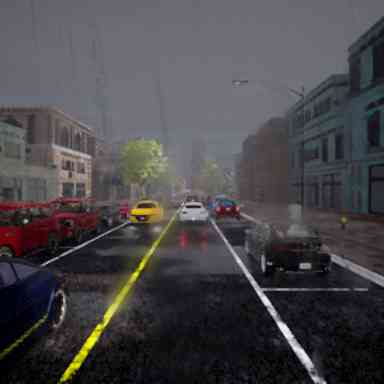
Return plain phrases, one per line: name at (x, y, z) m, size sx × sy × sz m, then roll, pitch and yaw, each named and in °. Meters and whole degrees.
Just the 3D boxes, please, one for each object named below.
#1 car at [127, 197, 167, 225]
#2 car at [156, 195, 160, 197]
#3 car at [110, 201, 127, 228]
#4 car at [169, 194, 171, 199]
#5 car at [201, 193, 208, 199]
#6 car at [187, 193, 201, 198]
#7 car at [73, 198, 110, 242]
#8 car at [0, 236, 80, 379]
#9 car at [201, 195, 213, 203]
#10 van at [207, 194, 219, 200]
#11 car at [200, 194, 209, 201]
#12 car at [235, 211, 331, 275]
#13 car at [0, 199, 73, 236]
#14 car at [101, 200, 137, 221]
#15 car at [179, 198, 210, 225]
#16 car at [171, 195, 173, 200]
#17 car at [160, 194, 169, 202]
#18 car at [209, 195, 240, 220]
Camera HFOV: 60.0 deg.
car at (-3.082, 1.373, 23.331) m, size 1.882 × 1.535 × 5.008 m, roll 0°, pitch 0°, yaw 0°
car at (-5.705, 1.371, 43.310) m, size 1.947 × 1.339 × 4.313 m, roll -1°, pitch 0°, yaw 0°
car at (-5.698, 1.471, 21.135) m, size 1.947 × 1.339 × 4.313 m, roll -1°, pitch 0°, yaw 0°
car at (-5.711, 1.256, 65.486) m, size 2.008 × 1.369 × 4.403 m, roll -1°, pitch 0°, yaw 0°
car at (2.674, 1.120, 43.311) m, size 2.192 × 1.841 × 5.009 m, roll -1°, pitch 0°, yaw 0°
car at (0.084, 1.154, 43.991) m, size 2.097 × 1.767 × 4.553 m, roll 0°, pitch 0°, yaw 0°
car at (-5.699, 1.245, 15.590) m, size 2.192 × 1.841 × 5.009 m, roll -1°, pitch 0°, yaw 0°
car at (-3.086, 1.546, 3.983) m, size 1.994 × 1.385 × 4.181 m, roll 0°, pitch 0°, yaw 0°
car at (2.671, 1.281, 59.945) m, size 2.008 × 1.369 × 4.403 m, roll -1°, pitch 0°, yaw 0°
van at (2.677, 1.197, 32.224) m, size 1.690 × 1.788 × 3.998 m, roll -1°, pitch 0°, yaw 0°
car at (2.668, 1.225, 71.033) m, size 1.887 × 1.381 × 4.507 m, roll -1°, pitch 0°, yaw 0°
car at (2.685, 1.506, 10.049) m, size 2.008 × 1.369 × 4.403 m, roll -1°, pitch 0°, yaw 0°
car at (-5.699, 1.270, 10.046) m, size 2.192 × 1.841 × 5.009 m, roll -1°, pitch 0°, yaw 0°
car at (-5.700, 1.425, 26.678) m, size 1.887 × 1.381 × 4.507 m, roll -1°, pitch 0°, yaw 0°
car at (0.091, 1.422, 23.154) m, size 1.812 × 1.442 × 4.674 m, roll 0°, pitch 1°, yaw 0°
car at (-5.714, 1.211, 82.118) m, size 1.802 × 1.307 × 4.206 m, roll 0°, pitch 0°, yaw 0°
car at (-5.708, 1.296, 59.942) m, size 1.947 × 1.339 × 4.313 m, roll -1°, pitch 0°, yaw 0°
car at (2.679, 1.321, 26.680) m, size 1.967 × 1.590 × 4.097 m, roll -1°, pitch 0°, yaw 0°
